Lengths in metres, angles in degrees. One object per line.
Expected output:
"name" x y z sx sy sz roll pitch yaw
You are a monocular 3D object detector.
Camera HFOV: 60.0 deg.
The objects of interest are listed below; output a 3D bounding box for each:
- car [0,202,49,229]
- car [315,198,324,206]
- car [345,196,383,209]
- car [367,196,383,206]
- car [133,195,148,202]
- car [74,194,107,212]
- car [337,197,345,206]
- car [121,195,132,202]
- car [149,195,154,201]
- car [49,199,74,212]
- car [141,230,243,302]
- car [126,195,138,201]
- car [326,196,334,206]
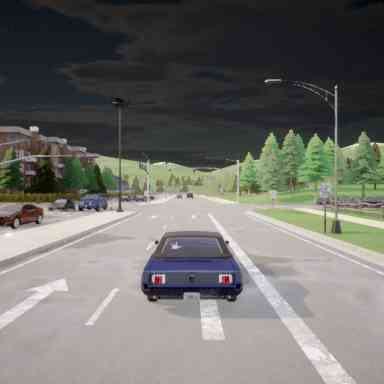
"car" -11.553 1.478 21.800 1.882 1.535 5.008 0 0 0
"car" 23.020 1.491 55.449 4.902 1.511 2.128 0 0 0
"car" 23.847 1.352 44.960 4.553 1.767 2.097 0 0 0
"car" 32.138 1.491 55.495 4.902 1.511 2.128 0 0 0
"car" -11.670 1.478 76.125 1.882 1.535 5.008 0 0 -1
"car" -11.592 1.221 39.143 2.150 2.045 5.566 0 0 0
"car" 23.931 1.601 48.460 4.718 1.301 1.895 0 0 0
"car" -15.167 1.478 75.888 1.882 1.535 5.008 0 0 -1
"car" -11.816 1.540 85.829 2.033 1.411 5.357 0 0 -1
"car" -15.079 1.525 38.795 1.812 1.442 4.674 0 0 0
"car" 0.001 1.601 8.240 1.895 1.301 4.718 0 0 0
"car" -15.310 1.525 85.364 2.128 1.511 4.902 0 0 -1
"car" 24.139 1.491 51.960 4.902 1.511 2.128 0 0 0
